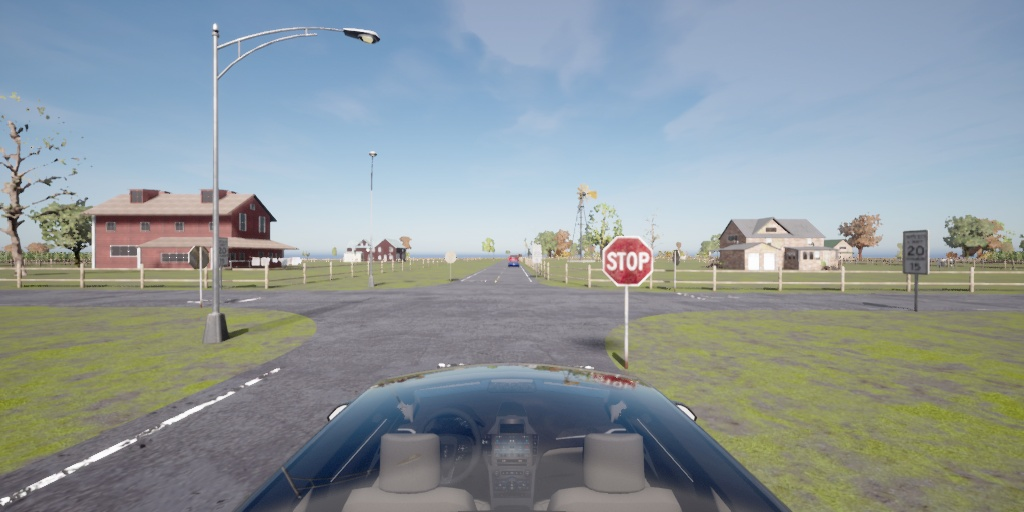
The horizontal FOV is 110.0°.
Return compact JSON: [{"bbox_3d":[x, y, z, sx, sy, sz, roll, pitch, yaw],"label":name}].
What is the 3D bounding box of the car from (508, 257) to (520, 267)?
[{"bbox_3d":[0.335,1.287,62.836,1.994,1.385,4.181,0,0,1],"label":"car"}]
